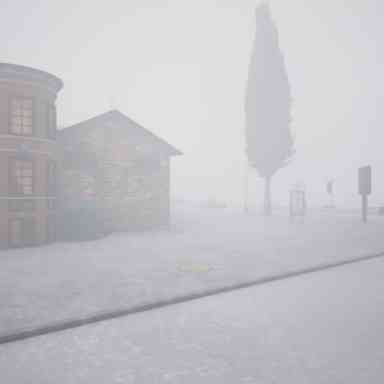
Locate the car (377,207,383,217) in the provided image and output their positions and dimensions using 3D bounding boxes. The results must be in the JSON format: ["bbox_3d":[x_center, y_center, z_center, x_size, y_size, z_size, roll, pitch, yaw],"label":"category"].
[{"bbox_3d":[18.382,1.574,28.025,1.895,1.301,4.718,0,0,-35],"label":"car"}]

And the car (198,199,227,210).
[{"bbox_3d":[2.620,1.541,42.668,1.994,1.385,4.181,0,0,-36],"label":"car"}]

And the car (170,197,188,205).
[{"bbox_3d":[-2.857,1.521,57.467,2.033,1.411,5.357,0,0,-35],"label":"car"}]
